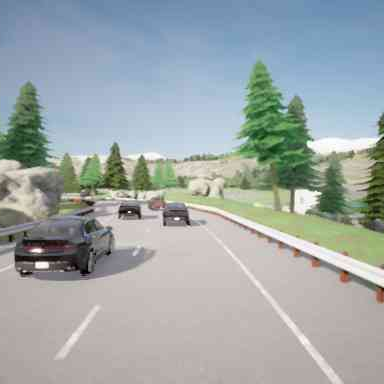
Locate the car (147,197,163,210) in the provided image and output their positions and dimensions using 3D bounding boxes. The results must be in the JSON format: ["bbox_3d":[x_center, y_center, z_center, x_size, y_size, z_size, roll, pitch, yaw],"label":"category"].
[{"bbox_3d":[-4.564,1.436,42.298,2.033,1.649,4.856,0,0,-14],"label":"car"}]

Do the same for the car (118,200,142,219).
[{"bbox_3d":[-5.491,1.486,29.603,1.882,1.535,5.008,0,0,-9],"label":"car"}]

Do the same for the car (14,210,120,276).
[{"bbox_3d":[-3.719,1.511,10.427,1.837,1.490,4.892,0,0,-3],"label":"car"}]

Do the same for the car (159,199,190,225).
[{"bbox_3d":[-1.233,1.506,24.119,1.837,1.490,4.892,0,0,-6],"label":"car"}]
